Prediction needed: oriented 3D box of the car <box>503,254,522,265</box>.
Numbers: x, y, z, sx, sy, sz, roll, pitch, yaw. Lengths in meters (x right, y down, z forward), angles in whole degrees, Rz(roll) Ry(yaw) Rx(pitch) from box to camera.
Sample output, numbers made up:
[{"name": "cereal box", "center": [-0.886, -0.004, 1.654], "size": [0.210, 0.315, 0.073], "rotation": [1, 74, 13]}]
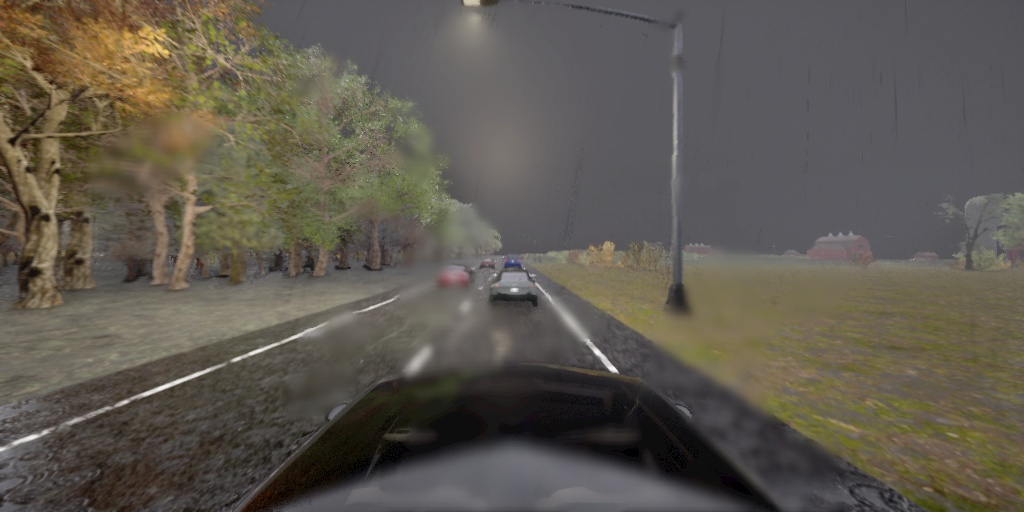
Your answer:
[{"name": "car", "center": [0.093, 0.745, 45.260], "size": [2.150, 2.045, 5.566], "rotation": [0, 0, 0]}]

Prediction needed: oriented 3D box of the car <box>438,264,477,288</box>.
[{"name": "car", "center": [-3.403, 1.207, 22.815], "size": [1.994, 1.385, 4.181], "rotation": [0, 0, 0]}]

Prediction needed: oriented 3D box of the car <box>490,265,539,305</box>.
[{"name": "car", "center": [0.098, 1.244, 15.523], "size": [1.994, 1.385, 4.181], "rotation": [0, 0, 0]}]

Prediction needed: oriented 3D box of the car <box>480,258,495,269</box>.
[{"name": "car", "center": [-3.409, 1.020, 50.771], "size": [1.812, 1.442, 4.674], "rotation": [0, 0, 0]}]
